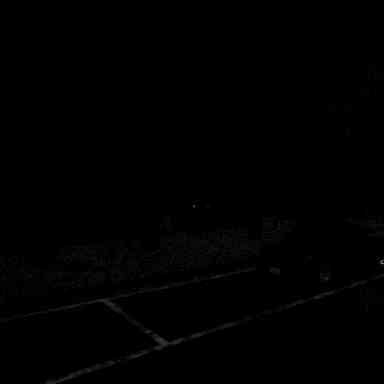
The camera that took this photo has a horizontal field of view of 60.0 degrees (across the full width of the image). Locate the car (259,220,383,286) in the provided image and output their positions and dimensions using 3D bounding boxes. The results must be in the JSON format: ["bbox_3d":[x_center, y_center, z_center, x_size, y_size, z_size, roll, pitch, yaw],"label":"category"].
[{"bbox_3d":[3.767,1.501,9.229,4.313,1.339,1.947,-1,0,-36],"label":"car"}]
